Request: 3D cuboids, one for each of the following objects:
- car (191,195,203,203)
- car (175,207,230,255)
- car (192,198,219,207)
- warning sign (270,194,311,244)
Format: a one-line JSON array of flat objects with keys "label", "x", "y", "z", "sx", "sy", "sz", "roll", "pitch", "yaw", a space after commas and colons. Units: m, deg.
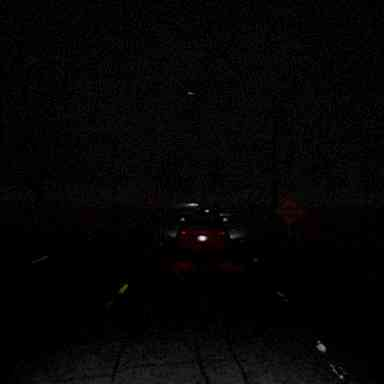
[{"label": "car", "x": 1.047, "y": 1.314, "z": 59.663, "sx": 2.128, "sy": 1.511, "sz": 4.902, "roll": 0, "pitch": 0, "yaw": 8}, {"label": "car", "x": 0.462, "y": 1.513, "z": 13.155, "sx": 1.994, "sy": 1.385, "sz": 4.181, "roll": 0, "pitch": 0, "yaw": 3}, {"label": "car", "x": 1.330, "y": 1.463, "z": 27.939, "sx": 1.994, "sy": 1.385, "sz": 4.181, "roll": 0, "pitch": 0, "yaw": 5}, {"label": "warning sign", "x": 4.006, "y": 1.068, "z": 13.624, "sx": 1.300, "sy": 1.860, "sz": 1.060, "roll": 2, "pitch": 3, "yaw": 2}]
